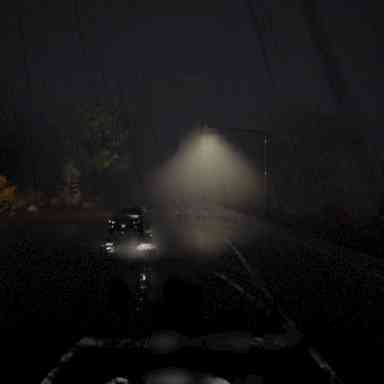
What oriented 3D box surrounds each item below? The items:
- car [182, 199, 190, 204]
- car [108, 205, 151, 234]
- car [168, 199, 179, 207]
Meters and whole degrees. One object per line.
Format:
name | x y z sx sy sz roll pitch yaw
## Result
car | -1.803 2.662 94.857 1.882 1.535 5.008 0 -1 5
car | -3.512 1.532 19.392 1.837 1.490 4.892 1 -1 0
car | -3.875 2.209 68.634 2.097 1.767 4.553 0 -1 -1
